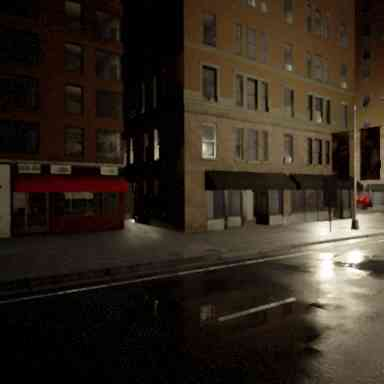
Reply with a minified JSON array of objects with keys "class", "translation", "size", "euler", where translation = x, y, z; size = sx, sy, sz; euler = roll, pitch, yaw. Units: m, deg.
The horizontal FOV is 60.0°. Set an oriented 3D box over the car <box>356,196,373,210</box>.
[{"class":"car","translation":[21.115,1.396,43.990],"size":[2.192,1.841,5.009],"euler":[0,0,-44]}]
